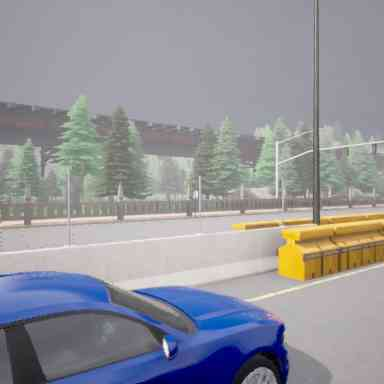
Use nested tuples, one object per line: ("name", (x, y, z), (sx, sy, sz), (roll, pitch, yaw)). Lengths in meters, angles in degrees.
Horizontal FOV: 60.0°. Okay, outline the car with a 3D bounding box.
("car", (-1.258, 1.478, 2.848), (5.008, 1.535, 1.882), (0, 0, -36))
